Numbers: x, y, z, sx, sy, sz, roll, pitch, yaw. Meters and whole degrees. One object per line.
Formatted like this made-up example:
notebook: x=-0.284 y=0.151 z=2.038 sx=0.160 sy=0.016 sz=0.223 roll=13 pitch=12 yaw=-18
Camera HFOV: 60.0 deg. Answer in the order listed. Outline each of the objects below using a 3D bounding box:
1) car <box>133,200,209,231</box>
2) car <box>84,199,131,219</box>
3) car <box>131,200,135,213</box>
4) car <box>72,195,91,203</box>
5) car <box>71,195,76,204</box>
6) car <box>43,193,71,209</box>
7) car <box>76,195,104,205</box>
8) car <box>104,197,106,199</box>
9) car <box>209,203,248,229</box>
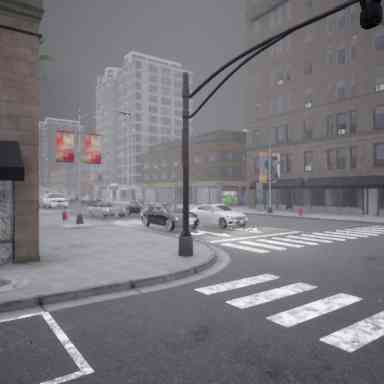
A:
car: x=-1.464 y=1.469 z=20.608 sx=2.128 sy=1.511 sz=4.902 roll=0 pitch=0 yaw=-36
car: x=-7.449 y=1.563 z=28.922 sx=1.895 sy=1.301 sz=4.718 roll=0 pitch=0 yaw=-36
car: x=-4.451 y=1.449 z=30.313 sx=2.128 sy=1.511 sz=4.902 roll=0 pitch=0 yaw=-36
car: x=-22.032 y=1.436 z=66.183 sx=2.033 sy=1.411 sz=5.357 roll=0 pitch=0 yaw=-36
car: x=-21.702 y=1.407 z=60.171 sx=1.837 sy=1.490 sz=4.892 roll=0 pitch=0 yaw=-36
car: x=-18.027 y=1.158 z=43.680 sx=2.150 sy=2.045 sz=5.566 roll=0 pitch=0 yaw=-35
car: x=-16.037 y=1.269 z=52.303 sx=2.097 sy=1.767 sz=4.553 roll=0 pitch=0 yaw=-36
car: x=-16.139 y=1.507 z=58.001 sx=1.895 sy=1.301 sz=4.718 roll=0 pitch=0 yaw=-36
car: x=1.596 y=1.500 z=21.946 sx=1.812 sy=1.442 sz=4.674 roll=0 pitch=0 yaw=-37
